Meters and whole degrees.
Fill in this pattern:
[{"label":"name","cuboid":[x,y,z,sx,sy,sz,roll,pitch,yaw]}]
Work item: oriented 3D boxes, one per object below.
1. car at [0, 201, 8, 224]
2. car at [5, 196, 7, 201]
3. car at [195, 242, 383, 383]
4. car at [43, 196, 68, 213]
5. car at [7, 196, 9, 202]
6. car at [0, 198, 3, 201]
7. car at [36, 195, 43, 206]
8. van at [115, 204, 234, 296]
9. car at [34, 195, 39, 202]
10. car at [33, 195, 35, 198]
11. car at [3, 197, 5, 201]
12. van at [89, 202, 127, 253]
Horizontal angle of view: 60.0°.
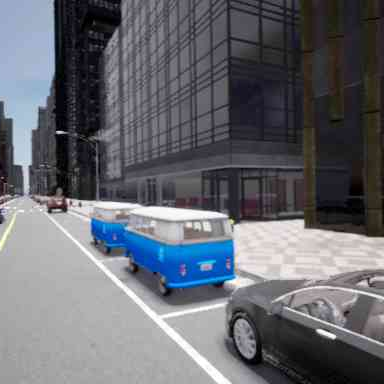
[{"label":"car","cuboid":[-15.790,1.703,26.079,1.812,1.442,4.674,-1,0,-27]},{"label":"car","cuboid":[-42.840,2.040,73.916,1.887,1.381,4.507,-1,0,-27]},{"label":"car","cuboid":[1.985,1.501,3.457,2.008,1.369,4.403,-1,0,-27]},{"label":"car","cuboid":[-15.633,1.441,38.622,2.192,1.841,5.009,-1,0,-27]},{"label":"car","cuboid":[-45.364,2.091,78.956,1.947,1.339,4.313,-1,0,-27]},{"label":"car","cuboid":[-35.272,1.723,58.796,2.192,1.841,5.009,-1,0,-27]},{"label":"car","cuboid":[-27.655,1.807,62.633,2.008,1.369,4.403,-1,0,-27]},{"label":"van","cuboid":[-0.535,1.315,8.480,1.690,1.788,3.998,-1,0,-27]},{"label":"car","cuboid":[-35.227,1.888,77.750,1.887,1.381,4.507,-1,0,-27]},{"label":"car","cuboid":[-37.751,1.918,82.790,1.887,1.381,4.507,-1,0,-27]},{"label":"car","cuboid":[-40.240,1.990,68.725,1.752,1.417,4.829,-1,0,-27]},{"label":"van","cuboid":[-3.051,1.340,13.503,1.690,1.788,3.998,-1,0,-27]}]
